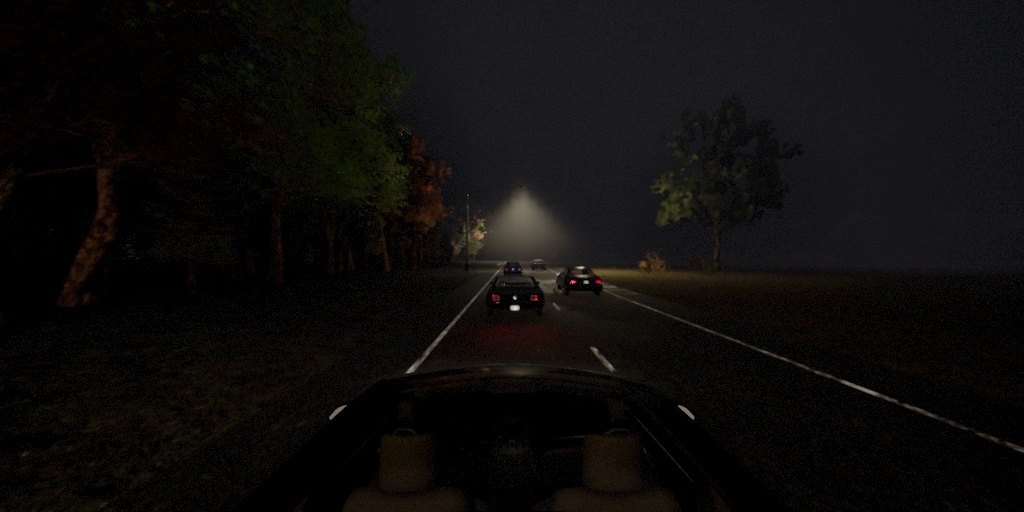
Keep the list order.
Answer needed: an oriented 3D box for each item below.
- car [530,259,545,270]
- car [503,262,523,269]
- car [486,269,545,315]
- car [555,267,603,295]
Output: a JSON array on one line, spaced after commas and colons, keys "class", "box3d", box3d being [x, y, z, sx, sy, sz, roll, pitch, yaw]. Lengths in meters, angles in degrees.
[{"class": "car", "box3d": [3.590, 1.184, 50.032, 2.128, 1.511, 4.902, 0, 0, 0]}, {"class": "car", "box3d": [0.094, 1.264, 34.830, 2.033, 1.411, 5.357, 0, 0, 0]}, {"class": "car", "box3d": [0.099, 1.340, 13.457, 1.895, 1.301, 4.718, 0, 0, 0]}, {"class": "car", "box3d": [3.539, 1.281, 19.557, 2.033, 1.411, 5.357, 0, 0, 1]}]
